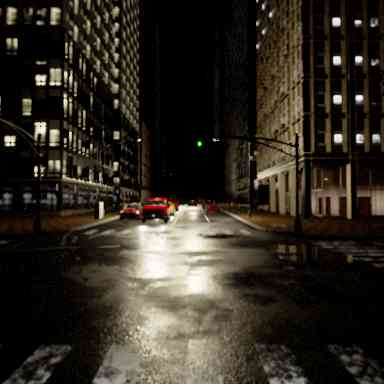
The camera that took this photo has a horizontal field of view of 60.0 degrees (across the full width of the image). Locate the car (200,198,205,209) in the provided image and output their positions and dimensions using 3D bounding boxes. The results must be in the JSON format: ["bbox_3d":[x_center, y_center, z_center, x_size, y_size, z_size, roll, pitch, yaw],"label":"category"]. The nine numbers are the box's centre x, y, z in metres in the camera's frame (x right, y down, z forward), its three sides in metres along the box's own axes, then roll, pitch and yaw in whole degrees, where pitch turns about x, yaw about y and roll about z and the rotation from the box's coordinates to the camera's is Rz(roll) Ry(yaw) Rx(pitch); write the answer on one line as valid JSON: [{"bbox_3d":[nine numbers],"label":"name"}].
[{"bbox_3d":[2.715,2.199,54.557,1.752,1.417,4.829,1,-1,0],"label":"car"}]

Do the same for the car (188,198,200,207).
[{"bbox_3d":[0.101,2.397,68.884,2.033,1.411,5.357,0,-1,0],"label":"car"}]

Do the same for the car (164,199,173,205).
[{"bbox_3d":[-5.661,2.560,82.195,1.887,1.381,4.507,1,-1,0],"label":"car"}]

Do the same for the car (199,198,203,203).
[{"bbox_3d":[2.715,2.306,59.964,1.947,1.339,4.313,1,-1,0],"label":"car"}]

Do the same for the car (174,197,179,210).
[{"bbox_3d":[-3.082,1.842,50.283,2.150,2.045,5.566,0,-1,0],"label":"car"}]

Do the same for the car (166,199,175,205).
[{"bbox_3d":[-5.660,2.635,87.770,2.008,1.369,4.403,1,-1,0],"label":"car"}]

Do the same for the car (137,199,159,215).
[{"bbox_3d":[-5.663,1.848,43.175,2.192,1.841,5.009,1,-1,0],"label":"car"}]

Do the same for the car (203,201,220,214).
[{"bbox_3d":[2.711,2.116,43.232,1.802,1.307,4.206,1,-1,0],"label":"car"}]

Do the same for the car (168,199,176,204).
[{"bbox_3d":[-5.659,2.719,93.344,1.947,1.339,4.313,1,-1,0],"label":"car"}]

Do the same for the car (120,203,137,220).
[{"bbox_3d":[-5.668,1.836,32.024,1.967,1.590,4.097,1,-1,0],"label":"car"}]

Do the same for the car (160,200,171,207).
[{"bbox_3d":[-5.663,2.422,71.045,1.887,1.381,4.507,1,-1,0],"label":"car"}]

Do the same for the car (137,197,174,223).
[{"bbox_3d":[-3.088,1.584,29.359,2.150,2.045,5.566,0,-1,0],"label":"car"}]

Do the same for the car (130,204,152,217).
[{"bbox_3d":[-5.670,2.047,37.597,1.802,1.307,4.206,1,-1,0],"label":"car"}]

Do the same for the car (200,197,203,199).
[{"bbox_3d":[2.722,2.699,93.424,1.887,1.381,4.507,1,-1,0],"label":"car"}]

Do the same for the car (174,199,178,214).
[{"bbox_3d":[-3.090,1.969,39.782,1.882,1.535,5.008,0,-1,0],"label":"car"}]
